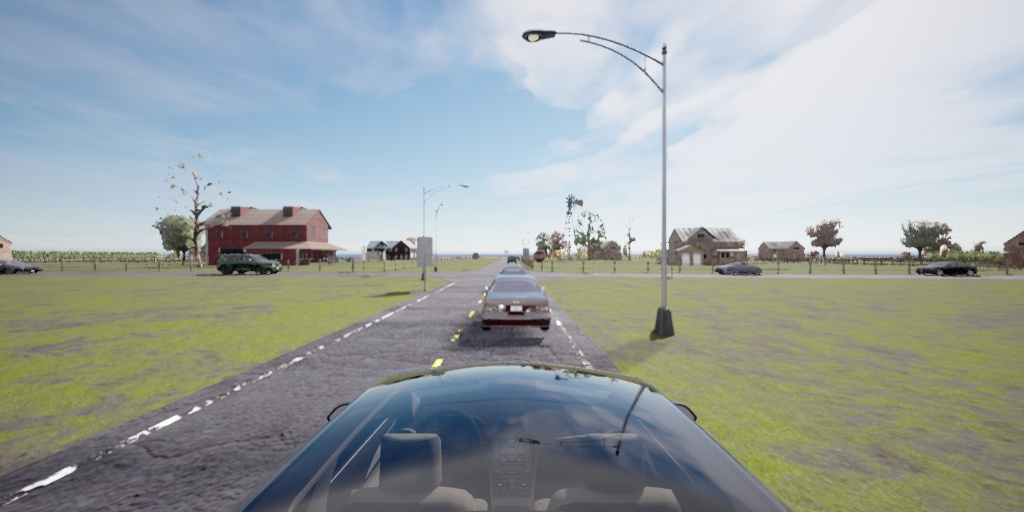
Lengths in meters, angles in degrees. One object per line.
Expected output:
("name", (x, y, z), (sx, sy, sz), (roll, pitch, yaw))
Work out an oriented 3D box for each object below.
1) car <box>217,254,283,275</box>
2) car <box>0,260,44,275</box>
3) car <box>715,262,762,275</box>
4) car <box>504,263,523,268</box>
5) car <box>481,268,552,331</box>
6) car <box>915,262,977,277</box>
("car", (-25.849, 0.830, 35.387), (5.566, 2.045, 2.150), (0, 0, 0))
("car", (-50.259, 1.097, 35.662), (5.357, 1.411, 2.033), (0, 0, 1))
("car", (23.909, 1.324, 37.958), (4.181, 1.385, 1.994), (0, 0, 0))
("car", (0.100, 1.276, 20.591), (1.994, 1.385, 4.181), (0, 0, 0))
("car", (0.094, 1.280, 10.944), (2.033, 1.411, 5.357), (0, 0, 0))
("car", (45.605, 1.338, 37.725), (5.008, 1.535, 1.882), (0, 0, 1))
